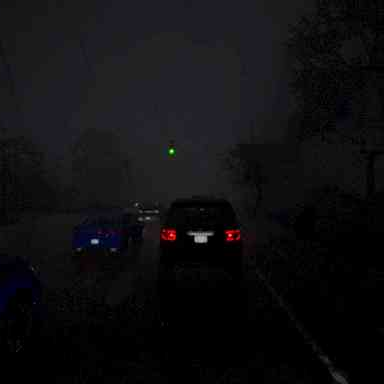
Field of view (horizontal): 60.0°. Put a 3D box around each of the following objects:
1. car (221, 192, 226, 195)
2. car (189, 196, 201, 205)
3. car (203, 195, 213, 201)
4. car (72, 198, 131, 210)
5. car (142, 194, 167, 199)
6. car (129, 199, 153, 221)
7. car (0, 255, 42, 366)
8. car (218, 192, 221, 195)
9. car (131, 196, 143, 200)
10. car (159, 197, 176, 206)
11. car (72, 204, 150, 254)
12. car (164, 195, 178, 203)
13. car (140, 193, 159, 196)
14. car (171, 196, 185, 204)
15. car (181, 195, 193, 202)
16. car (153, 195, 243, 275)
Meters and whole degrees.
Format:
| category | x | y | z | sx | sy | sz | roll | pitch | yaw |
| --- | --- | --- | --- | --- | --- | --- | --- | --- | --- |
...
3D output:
| category | x | y | z | sx | sy | sz | roll | pitch | yaw |
| --- | --- | --- | --- | --- | --- | --- | --- | --- | --- |
| car | 5.971 | 1.347 | 74.853 | 2.097 | 1.767 | 4.553 | 0 | 0 | 9 |
| car | 0.613 | 1.522 | 61.058 | 1.812 | 1.442 | 4.674 | 0 | 0 | 7 |
| car | 4.147 | 1.520 | 85.166 | 1.812 | 1.442 | 4.674 | 0 | 0 | 10 |
| car | -9.337 | 1.544 | 33.899 | 5.357 | 1.411 | 2.033 | 0 | 0 | -4 |
| car | -4.882 | 1.474 | 44.954 | 1.882 | 1.535 | 5.008 | 0 | 0 | 6 |
| car | -2.712 | 1.488 | 23.821 | 2.128 | 1.511 | 4.902 | 0 | 0 | 3 |
| car | -3.351 | 1.218 | 2.685 | 2.150 | 2.045 | 5.566 | 0 | 0 | 0 |
| car | 0.811 | 1.221 | 24.162 | 2.150 | 2.045 | 5.566 | 0 | 0 | 3 |
| car | -8.411 | 1.560 | 44.792 | 1.994 | 1.385 | 4.181 | 0 | 0 | 6 |
| car | -3.921 | 1.522 | 54.222 | 1.812 | 1.442 | 4.674 | 0 | 0 | 7 |
| car | -3.134 | 1.476 | 13.459 | 1.882 | 1.535 | 5.008 | 0 | 0 | 2 |
| car | -4.690 | 1.520 | 74.649 | 2.128 | 1.511 | 4.902 | 0 | 0 | 9 |
| car | -7.461 | 1.217 | 54.101 | 2.150 | 2.045 | 5.566 | 0 | 0 | 7 |
| car | -2.652 | 1.560 | 64.222 | 1.994 | 1.385 | 4.181 | 0 | 0 | 8 |
| car | -1.173 | 1.474 | 74.494 | 1.882 | 1.535 | 5.008 | 0 | 0 | 9 |
| car | 0.282 | 1.219 | 10.576 | 2.150 | 2.045 | 5.566 | 0 | 0 | 1 |
